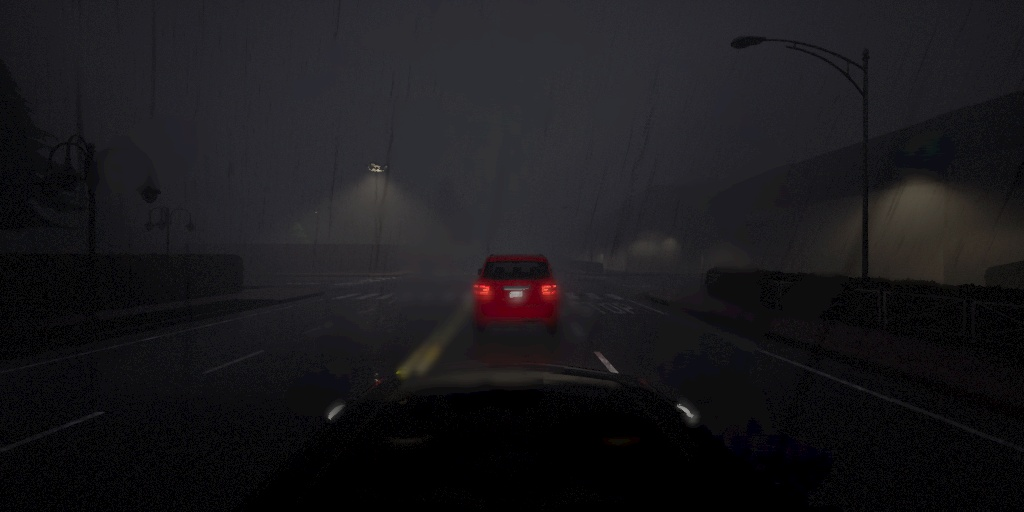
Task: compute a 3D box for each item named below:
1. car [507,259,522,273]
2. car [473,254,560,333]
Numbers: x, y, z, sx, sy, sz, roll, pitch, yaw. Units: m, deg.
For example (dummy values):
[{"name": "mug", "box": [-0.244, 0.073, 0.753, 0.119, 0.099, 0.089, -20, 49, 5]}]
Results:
[{"name": "car", "box": [0.348, 1.228, 45.564, 1.882, 1.535, 5.008, 0, 0, 1]}, {"name": "car", "box": [0.120, 0.971, 10.841, 2.150, 2.045, 5.566, 0, 0, 0]}]
